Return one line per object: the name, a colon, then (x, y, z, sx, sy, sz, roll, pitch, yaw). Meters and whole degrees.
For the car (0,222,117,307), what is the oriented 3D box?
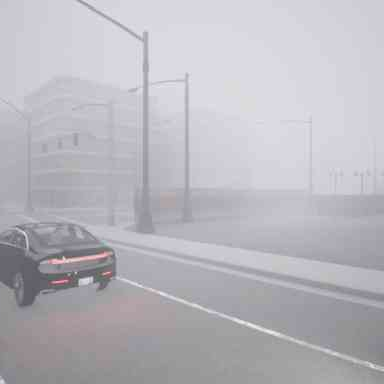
car: (-3.683, 1.491, 8.121, 2.128, 1.511, 4.902, 0, 0, -43)
